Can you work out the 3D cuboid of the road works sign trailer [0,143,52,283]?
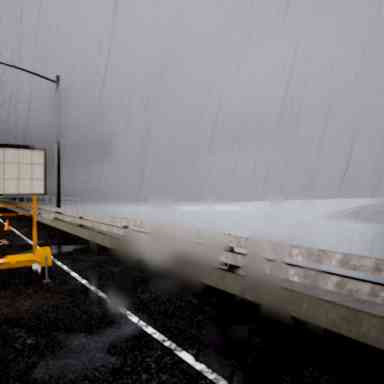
[{"bbox_3d":[-5.266,0.494,8.982,2.380,3.560,2.880,0,0,-34],"label":"road works sign trailer"}]
